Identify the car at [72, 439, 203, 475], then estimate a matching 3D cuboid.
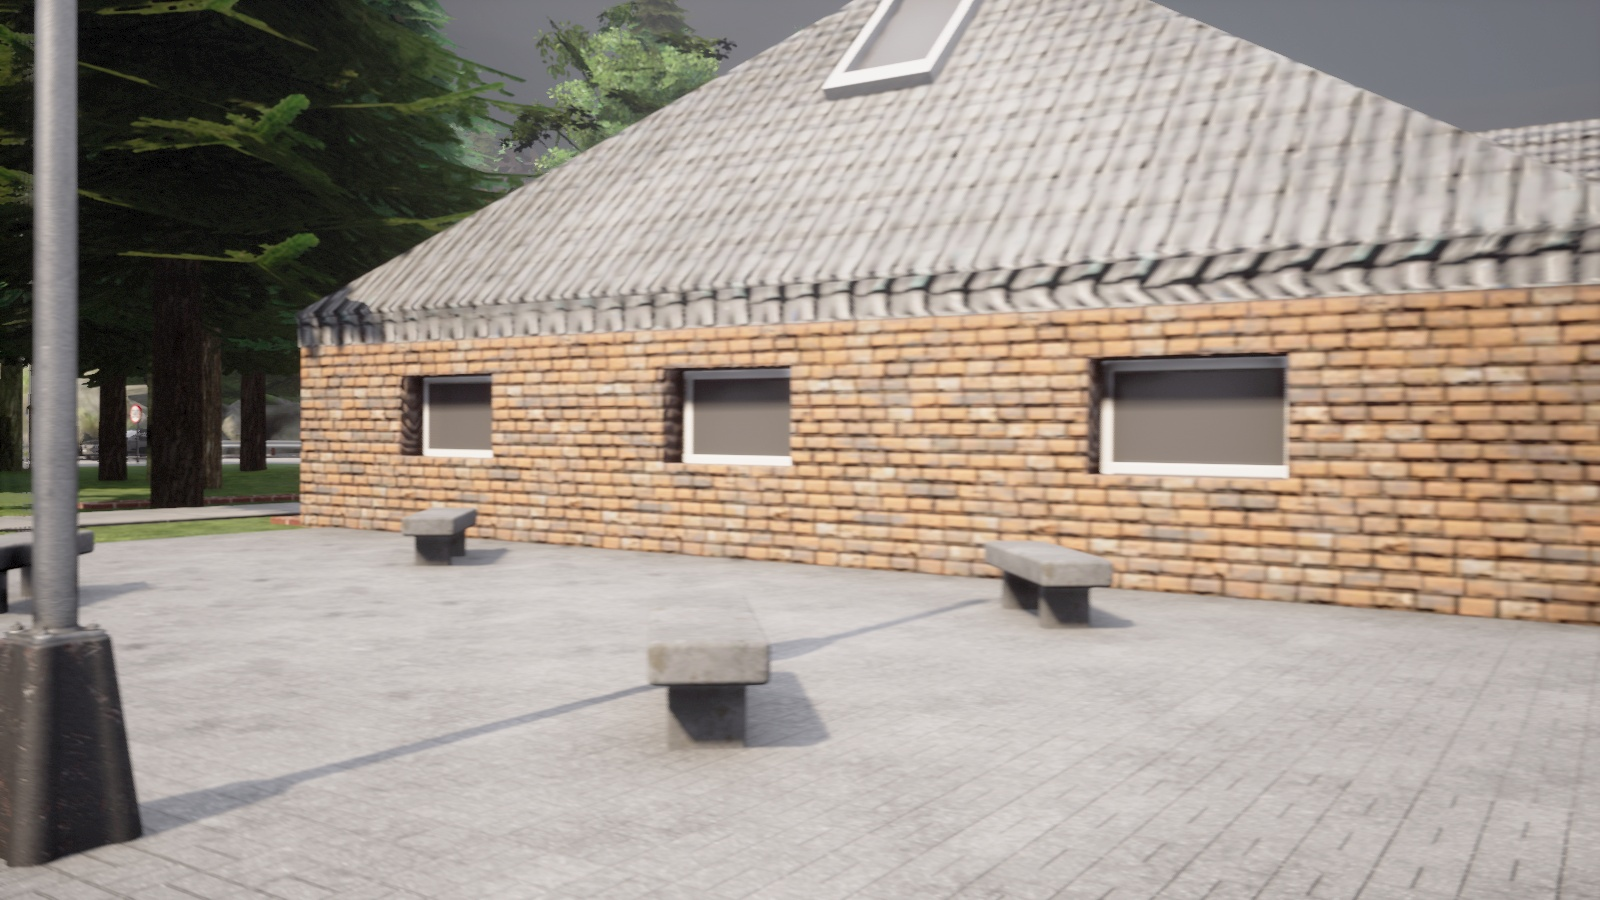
[{"bbox_3d":[-28.624,0.274,54.401,1.812,1.442,4.674,0,1,33],"label":"car"}]
